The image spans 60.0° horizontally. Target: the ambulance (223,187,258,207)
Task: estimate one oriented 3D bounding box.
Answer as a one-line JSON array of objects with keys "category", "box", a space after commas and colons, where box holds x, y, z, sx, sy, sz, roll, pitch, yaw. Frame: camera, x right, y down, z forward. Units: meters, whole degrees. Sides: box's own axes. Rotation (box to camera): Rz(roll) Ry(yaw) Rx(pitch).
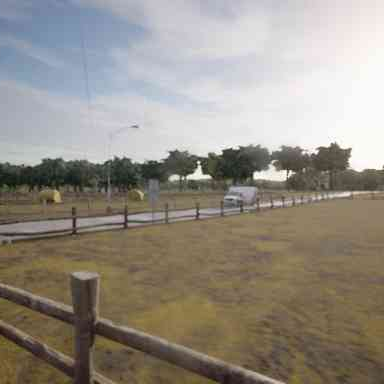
[{"category": "ambulance", "box": [6.316, 0.603, 43.430, 2.351, 2.431, 6.366, 2, 2, 35]}]
